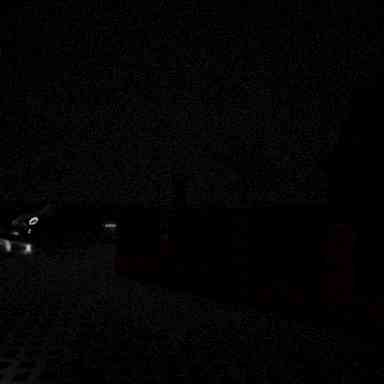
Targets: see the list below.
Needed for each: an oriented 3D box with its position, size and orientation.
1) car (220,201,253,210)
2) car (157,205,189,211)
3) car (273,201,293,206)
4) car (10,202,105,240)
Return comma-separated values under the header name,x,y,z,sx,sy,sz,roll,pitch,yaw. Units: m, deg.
name,x,y,z,sx,sy,sz,roll,pitch,yaw
car,4.460,1.716,33.028,1.837,1.490,4.892,0,-1,35
car,-1.566,1.657,24.470,1.994,1.385,4.181,0,0,35
car,12.042,1.918,43.713,1.994,1.385,4.181,0,-1,36
car,-6.763,1.339,17.078,2.097,1.767,4.553,0,-1,35
